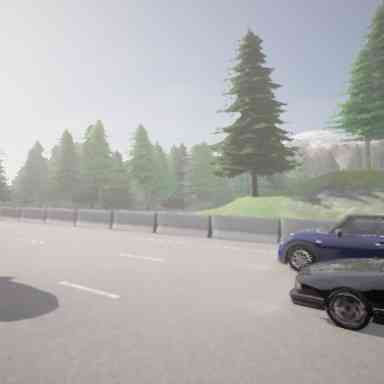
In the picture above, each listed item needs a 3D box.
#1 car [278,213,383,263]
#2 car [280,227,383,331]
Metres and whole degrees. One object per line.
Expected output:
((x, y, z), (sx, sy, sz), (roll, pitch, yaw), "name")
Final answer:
((4.749, 1.355, 9.202), (4.553, 1.767, 2.097), (0, 0, 35), "car")
((4.384, 1.548, 5.164), (5.357, 1.411, 2.033), (0, 0, 35), "car")
